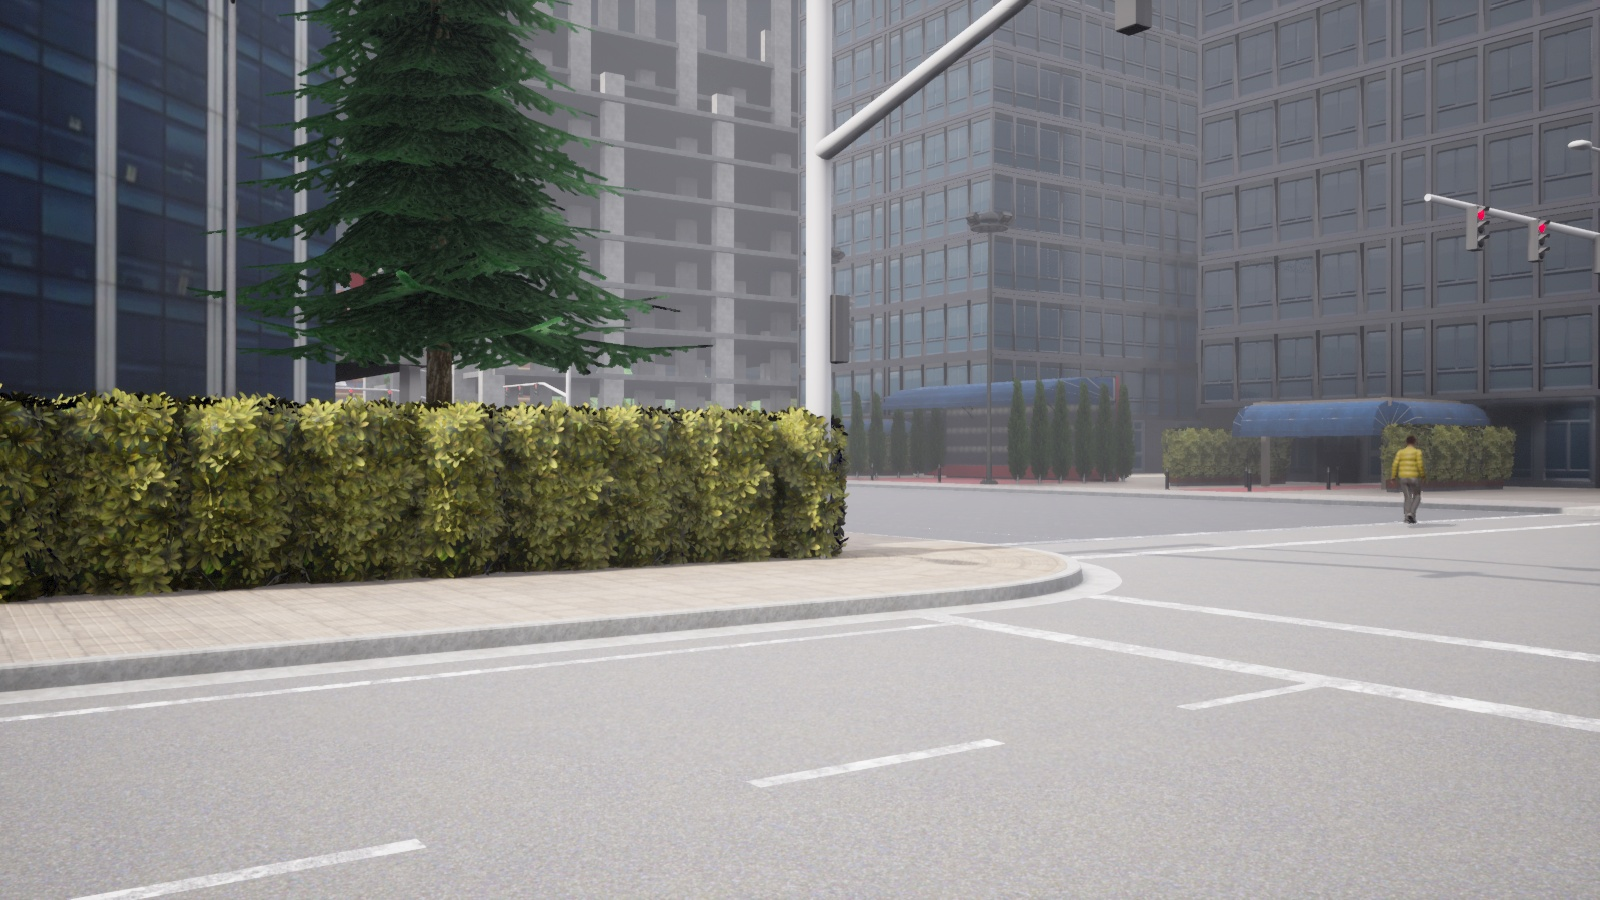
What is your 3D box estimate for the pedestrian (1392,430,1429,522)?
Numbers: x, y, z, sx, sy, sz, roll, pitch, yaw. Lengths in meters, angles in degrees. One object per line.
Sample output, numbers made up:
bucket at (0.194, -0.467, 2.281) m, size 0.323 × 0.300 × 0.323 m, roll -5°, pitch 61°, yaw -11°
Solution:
pedestrian at (12.447, 0.519, 25.585) m, size 0.709 × 1.840 × 0.431 m, roll 0°, pitch 0°, yaw -41°
